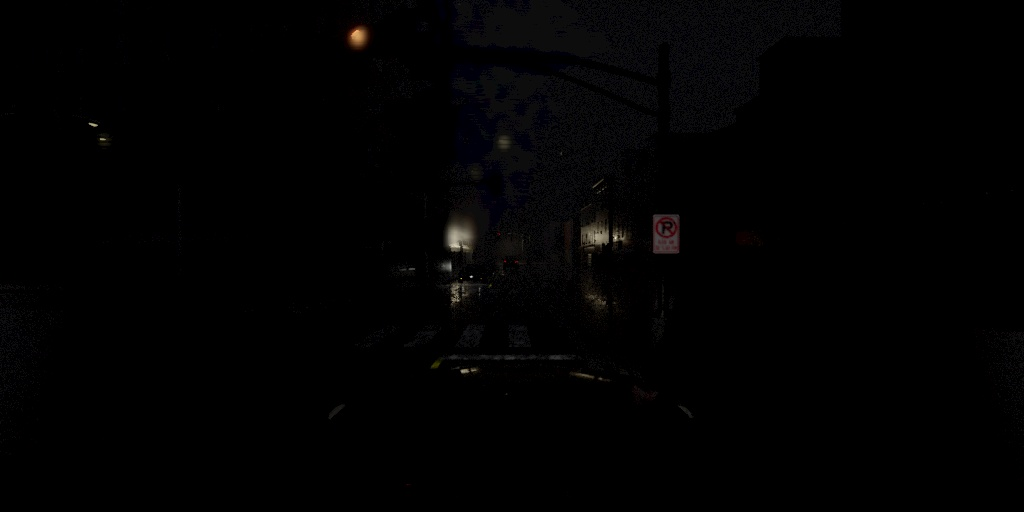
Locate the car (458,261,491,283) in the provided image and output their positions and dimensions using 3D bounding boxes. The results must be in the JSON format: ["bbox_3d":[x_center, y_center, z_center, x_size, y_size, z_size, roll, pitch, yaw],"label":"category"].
[{"bbox_3d":[-2.949,1.316,27.888,1.994,1.385,4.181,0,0,0],"label":"car"}]

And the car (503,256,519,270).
[{"bbox_3d":[-0.193,0.983,52.561,2.150,2.045,5.566,0,0,0],"label":"car"}]

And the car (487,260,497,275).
[{"bbox_3d":[-2.988,1.303,38.379,2.033,1.411,5.357,0,0,0],"label":"car"}]

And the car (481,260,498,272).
[{"bbox_3d":[-3.024,1.307,48.906,2.033,1.411,5.357,0,0,-1],"label":"car"}]
